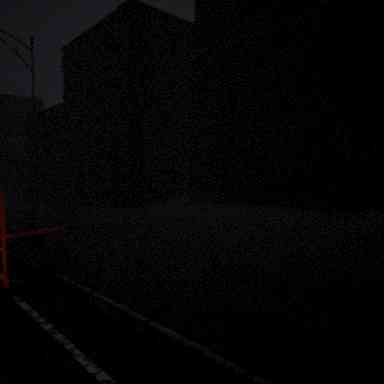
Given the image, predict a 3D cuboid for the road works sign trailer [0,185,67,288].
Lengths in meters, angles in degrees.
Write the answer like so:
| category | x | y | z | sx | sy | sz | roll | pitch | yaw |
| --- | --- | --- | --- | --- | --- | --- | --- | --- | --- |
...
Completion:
| category | x | y | z | sx | sy | sz | roll | pitch | yaw |
| --- | --- | --- | --- | --- | --- | --- | --- | --- | --- |
| road works sign trailer | -5.160 | 1.014 | 8.297 | 3.560 | 2.380 | 2.880 | -1 | 1 | 39 |
